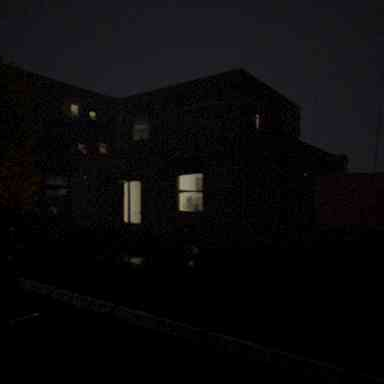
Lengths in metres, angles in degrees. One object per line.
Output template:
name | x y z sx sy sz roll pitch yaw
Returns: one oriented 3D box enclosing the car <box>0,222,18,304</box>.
car | -5.582 1.374 6.864 5.009 1.841 2.192 -1 -1 36
